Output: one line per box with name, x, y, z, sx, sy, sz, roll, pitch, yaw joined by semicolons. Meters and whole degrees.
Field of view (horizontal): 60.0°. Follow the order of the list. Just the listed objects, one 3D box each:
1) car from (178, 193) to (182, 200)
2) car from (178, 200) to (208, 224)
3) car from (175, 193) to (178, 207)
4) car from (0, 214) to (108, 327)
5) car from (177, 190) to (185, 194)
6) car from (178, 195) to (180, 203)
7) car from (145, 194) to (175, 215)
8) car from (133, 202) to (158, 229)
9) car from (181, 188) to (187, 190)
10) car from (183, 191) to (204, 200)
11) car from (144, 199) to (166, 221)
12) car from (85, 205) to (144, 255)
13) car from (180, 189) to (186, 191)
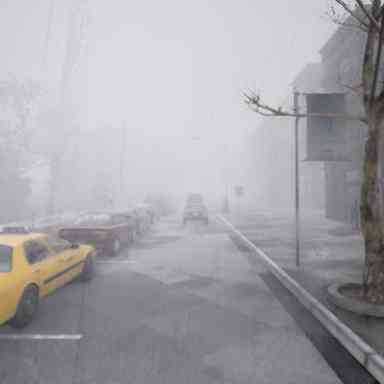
car;-3.304;1.433;58.007;1.946;1.575;5.366;0;1;3
car;0.244;1.553;24.930;2.033;1.411;5.357;0;0;0
car;-3.412;1.351;41.155;2.185;1.767;4.553;0;1;3
car;-3.604;1.501;7.070;1.946;1.575;5.366;0;0;3
car;-3.173;1.039;77.399;2.185;1.767;4.553;2;2;3
car;-3.388;1.522;46.760;2.163;1.488;4.792;-1;1;3
car;-3.455;1.228;33.502;2.435;2.045;5.566;0;0;3
car;-3.541;1.523;19.007;2.231;1.521;4.892;0;-1;3
car;-3.080;0.497;94.151;2.231;1.521;4.892;1;3;2
car;0.352;1.208;43.034;2.150;2.045;5.566;0;0;0
car;-3.508;1.504;24.549;2.097;1.535;5.008;0;0;3
car;-3.574;1.520;13.451;2.097;1.535;5.008;0;0;3
car;-3.110;0.755;88.417;1.946;1.575;5.366;1;3;3
